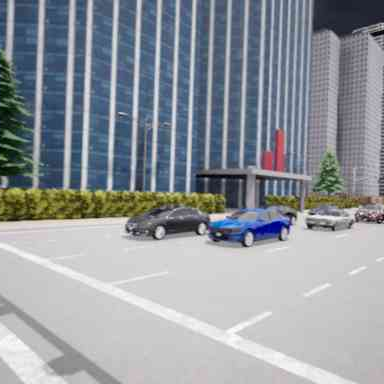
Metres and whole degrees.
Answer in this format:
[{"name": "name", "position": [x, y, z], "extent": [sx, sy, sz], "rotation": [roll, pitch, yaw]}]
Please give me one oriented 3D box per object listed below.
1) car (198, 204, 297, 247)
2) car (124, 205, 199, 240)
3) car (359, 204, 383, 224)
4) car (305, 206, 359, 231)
[{"name": "car", "position": [2.805, 1.543, 15.591], "extent": [1.882, 1.535, 5.008], "rotation": [2, 0, 43]}, {"name": "car", "position": [-1.068, 1.433, 16.558], "extent": [1.837, 1.490, 4.892], "rotation": [2, 0, 43]}, {"name": "car", "position": [16.473, 1.864, 30.313], "extent": [2.097, 1.767, 4.553], "rotation": [2, 0, 43]}, {"name": "car", "position": [9.553, 1.887, 22.878], "extent": [1.895, 1.301, 4.718], "rotation": [2, 0, 43]}]
